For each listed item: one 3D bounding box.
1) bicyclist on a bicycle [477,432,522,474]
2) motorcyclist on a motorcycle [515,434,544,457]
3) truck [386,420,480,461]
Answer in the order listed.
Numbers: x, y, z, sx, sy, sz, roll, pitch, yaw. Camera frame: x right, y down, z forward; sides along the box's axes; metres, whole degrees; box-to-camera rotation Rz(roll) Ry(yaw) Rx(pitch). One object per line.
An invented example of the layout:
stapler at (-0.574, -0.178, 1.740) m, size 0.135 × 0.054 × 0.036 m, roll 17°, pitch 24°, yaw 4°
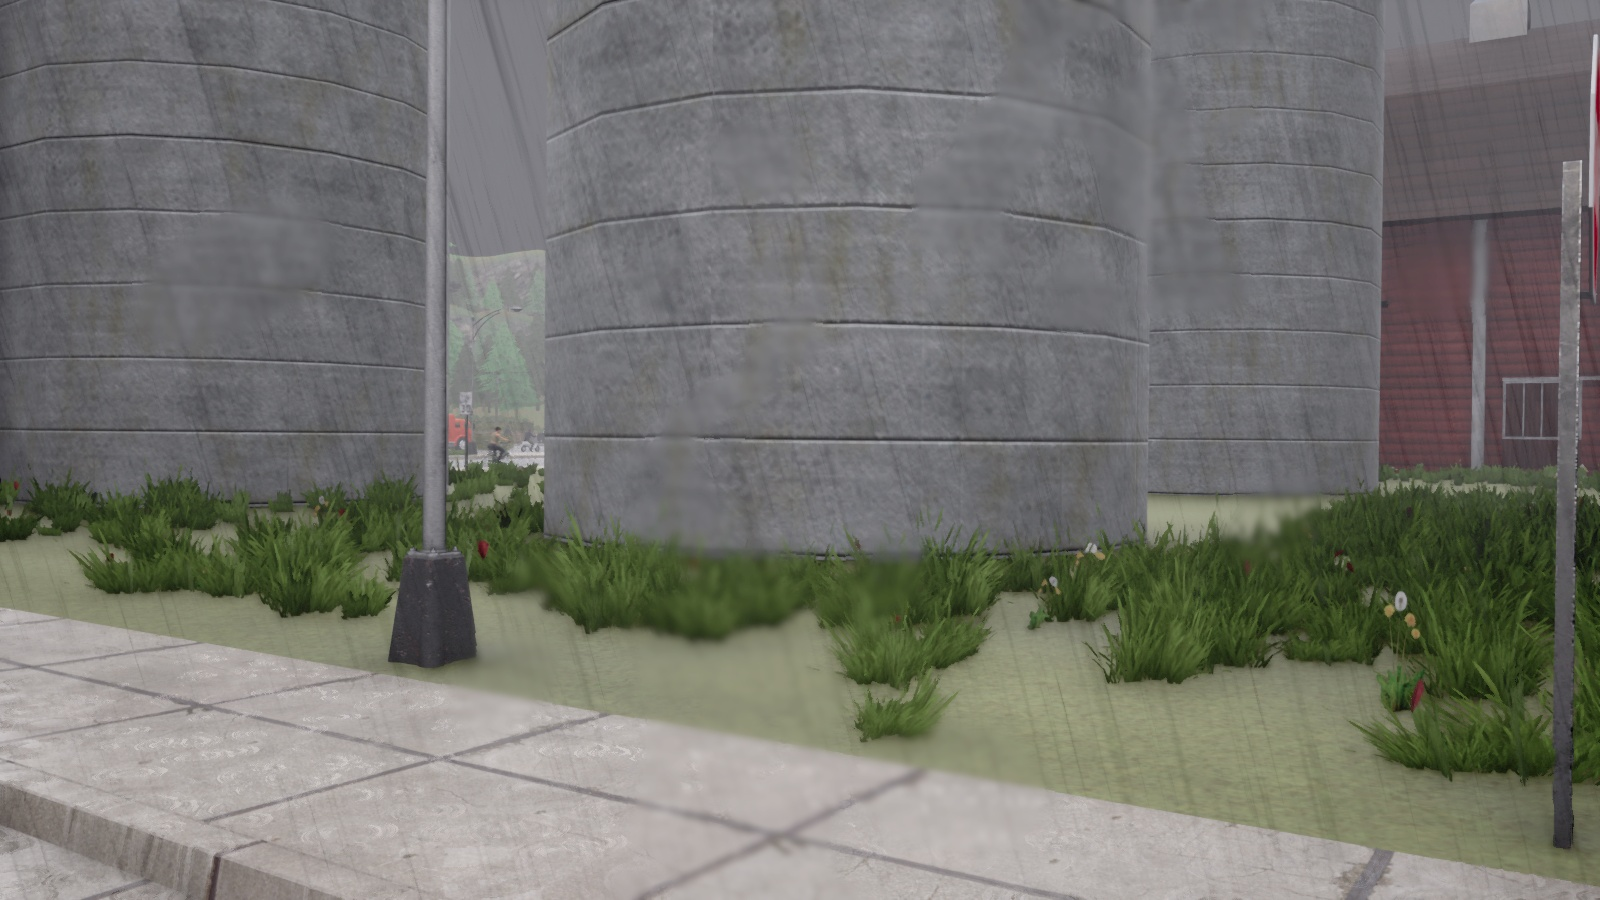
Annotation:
bicyclist on a bicycle at (-11.734, 0.104, 49.095) m, size 0.866 × 1.612 × 1.509 m, roll 0°, pitch 1°, yaw 33°
motorcyclist on a motorcycle at (-18.560, -0.325, 86.273) m, size 0.866 × 1.590 × 1.817 m, roll 0°, pitch 1°, yaw 33°
truck at (-23.113, -0.619, 79.306) m, size 2.627 × 2.467 × 5.204 m, roll 0°, pitch 2°, yaw 33°
